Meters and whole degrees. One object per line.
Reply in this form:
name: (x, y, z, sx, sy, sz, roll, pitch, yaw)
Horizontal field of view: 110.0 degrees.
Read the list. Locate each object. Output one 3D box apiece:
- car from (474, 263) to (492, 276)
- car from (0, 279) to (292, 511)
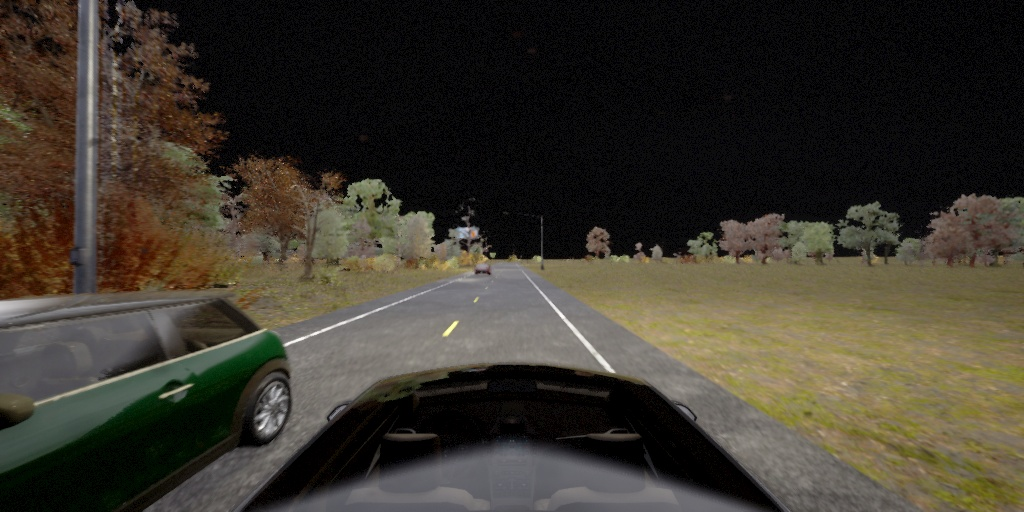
car: (-3.575, 1.630, 44.505, 1.882, 1.535, 5.008, 0, -1, 0)
car: (-3.601, 1.107, 2.247, 2.097, 1.767, 4.553, 0, -1, 0)
